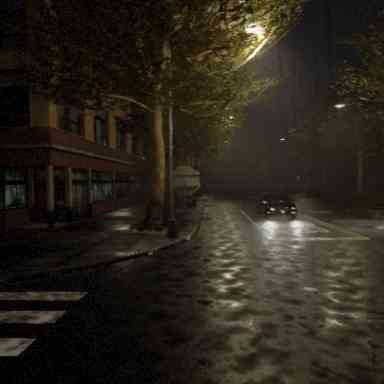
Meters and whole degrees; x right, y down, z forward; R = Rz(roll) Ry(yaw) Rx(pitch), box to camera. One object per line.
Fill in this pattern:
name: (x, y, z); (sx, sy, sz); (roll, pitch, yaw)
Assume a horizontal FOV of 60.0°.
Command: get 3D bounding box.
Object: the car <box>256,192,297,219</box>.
car: (5.222, 0.787, 21.004); (1.837, 1.490, 4.892); (-1, 2, 3)
